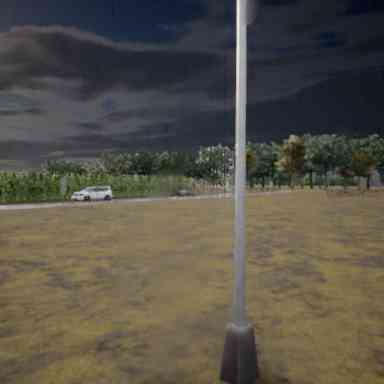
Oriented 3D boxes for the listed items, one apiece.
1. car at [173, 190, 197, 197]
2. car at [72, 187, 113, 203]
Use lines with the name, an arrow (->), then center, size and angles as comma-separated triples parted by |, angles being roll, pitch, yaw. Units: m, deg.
car -> -1.262, 0.257, 60.947 | 2.033, 1.411, 5.357 | 1, 1, 35
car -> -13.186, 0.296, 44.343 | 2.150, 2.045, 5.566 | 1, 2, 35
